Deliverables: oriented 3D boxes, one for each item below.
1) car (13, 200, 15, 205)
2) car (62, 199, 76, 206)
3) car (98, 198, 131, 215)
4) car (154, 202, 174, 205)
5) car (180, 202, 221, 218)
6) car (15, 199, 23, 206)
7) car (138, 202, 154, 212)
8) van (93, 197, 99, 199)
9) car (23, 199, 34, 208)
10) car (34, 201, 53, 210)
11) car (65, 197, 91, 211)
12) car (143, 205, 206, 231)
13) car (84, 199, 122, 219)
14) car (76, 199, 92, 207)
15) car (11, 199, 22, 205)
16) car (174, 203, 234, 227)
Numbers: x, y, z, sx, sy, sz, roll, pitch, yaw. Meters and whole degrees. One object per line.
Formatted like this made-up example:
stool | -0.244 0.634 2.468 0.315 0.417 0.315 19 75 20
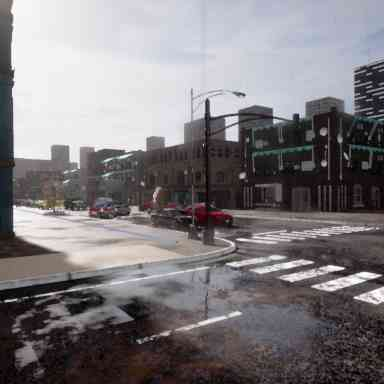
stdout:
car | -41.253 2.548 79.668 2.008 1.369 4.403 -1 0 -35
car | -28.014 2.364 75.486 1.947 1.339 4.313 -1 0 -35
car | -8.773 1.764 38.361 2.097 1.767 4.553 -1 0 -35
car | -2.402 1.904 39.364 1.802 1.307 4.206 -2 0 -35
car | 0.799 1.810 34.848 2.008 1.369 4.403 -2 0 -35
car | -38.053 2.380 75.152 1.967 1.590 4.097 -1 0 -35
car | -5.603 1.966 43.878 1.802 1.307 4.206 -1 0 -35
van | -15.213 1.907 57.424 1.690 1.788 3.998 -1 0 -35
car | -31.648 2.376 66.122 2.008 1.369 4.403 -1 0 -35
car | -25.147 2.233 56.952 1.752 1.417 4.829 -1 0 -35
car | -18.049 1.816 51.589 2.150 2.045 5.566 -1 -1 -35
car | -1.310 1.815 23.124 1.947 1.339 4.313 -1 0 -35
car | -9.240 1.847 34.514 1.967 1.590 4.097 -1 0 -35
car | -21.611 2.228 66.455 1.887 1.381 4.507 -1 0 -35
car | -44.454 2.598 84.182 1.887 1.381 4.507 -1 0 -35
car | 0.972 1.698 24.608 1.882 1.535 5.008 -1 0 -35
